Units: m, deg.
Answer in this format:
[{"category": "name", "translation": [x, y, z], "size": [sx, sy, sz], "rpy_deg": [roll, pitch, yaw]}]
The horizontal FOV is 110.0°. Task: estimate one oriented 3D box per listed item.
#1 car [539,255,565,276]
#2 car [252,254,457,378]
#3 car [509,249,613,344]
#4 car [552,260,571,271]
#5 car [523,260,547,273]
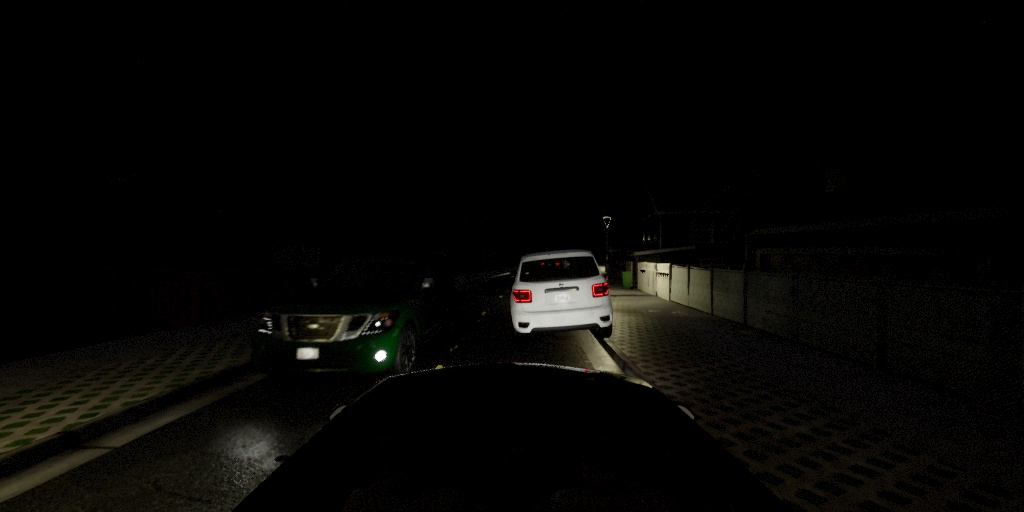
[{"category": "car", "translation": [4.354, 0.973, 38.556], "size": [2.150, 2.045, 5.566], "rpy_deg": [0, 0, 13]}, {"category": "car", "translation": [-2.643, 0.969, 7.622], "size": [2.150, 2.045, 5.566], "rpy_deg": [0, 0, 3]}, {"category": "car", "translation": [1.135, 0.897, 9.645], "size": [2.150, 2.045, 5.566], "rpy_deg": [-5, 0, 3]}, {"category": "car", "translation": [6.845, 1.284, 48.950], "size": [1.812, 1.442, 4.674], "rpy_deg": [0, 0, 17]}, {"category": "car", "translation": [3.007, 1.293, 45.046], "size": [2.033, 1.411, 5.357], "rpy_deg": [0, 0, 14]}]
